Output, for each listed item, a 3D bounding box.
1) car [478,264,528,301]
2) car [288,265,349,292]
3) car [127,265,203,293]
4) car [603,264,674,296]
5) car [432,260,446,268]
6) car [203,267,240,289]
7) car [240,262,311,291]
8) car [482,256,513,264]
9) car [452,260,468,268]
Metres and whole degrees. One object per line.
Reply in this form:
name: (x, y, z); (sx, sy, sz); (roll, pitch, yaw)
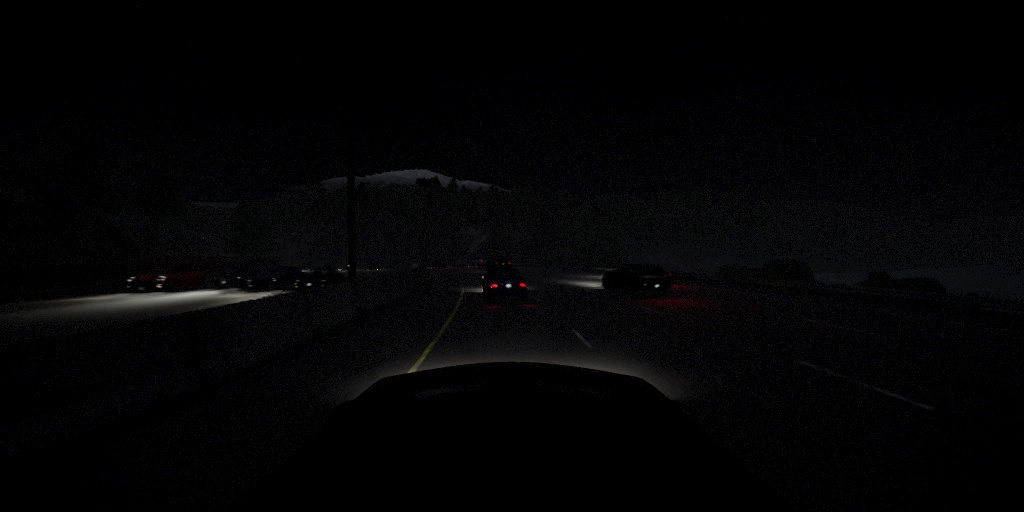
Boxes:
car: (-0.439, 1.302, 17.500); (2.033, 1.411, 5.357); (-1, 0, -7)
car: (-12.168, 1.478, 22.990); (1.994, 1.385, 4.181); (-1, 0, -8)
car: (-22.964, 1.412, 24.053); (2.097, 1.767, 4.553); (-1, 0, -10)
car: (6.265, 1.154, 18.599); (2.128, 1.511, 4.902); (-1, 0, -7)
car: (-12.985, 1.448, 63.976); (1.812, 1.442, 4.674); (0, 0, -24)
car: (-19.847, 1.510, 26.562); (2.128, 1.511, 4.902); (-1, 0, -10)
car: (-15.935, 1.443, 24.503); (1.882, 1.535, 5.008); (-1, 0, -10)
car: (-1.659, 0.991, 42.827); (2.150, 2.045, 5.566); (-1, 0, -15)
car: (-9.338, 1.398, 64.372); (1.812, 1.442, 4.674); (-1, 0, -24)
